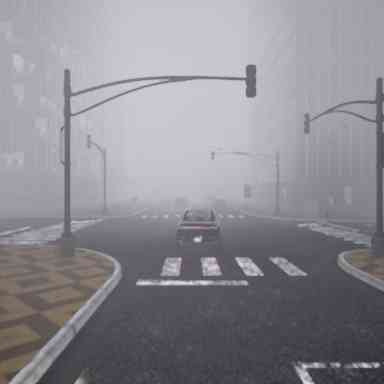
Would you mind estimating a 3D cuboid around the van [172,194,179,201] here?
[{"bbox_3d":[-4.282,1.374,86.103,1.690,1.788,3.998,0,0,0],"label":"van"}]

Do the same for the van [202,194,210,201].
[{"bbox_3d":[3.598,1.373,86.148,1.690,1.788,3.998,0,0,0],"label":"van"}]

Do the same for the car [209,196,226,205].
[{"bbox_3d":[3.866,1.608,47.456,1.947,1.339,4.313,0,0,0],"label":"car"}]

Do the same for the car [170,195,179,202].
[{"bbox_3d":[-4.250,1.476,80.576,1.967,1.590,4.097,0,0,0],"label":"car"}]

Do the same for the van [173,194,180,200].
[{"bbox_3d":[-4.313,1.371,91.631,1.690,1.788,3.998,0,0,0],"label":"van"}]

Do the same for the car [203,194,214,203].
[{"bbox_3d":[3.692,1.355,69.564,2.192,1.841,5.009,0,0,0],"label":"car"}]

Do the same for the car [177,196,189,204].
[{"bbox_3d":[-1.621,1.534,63.641,2.128,1.511,4.902,0,0,0],"label":"car"}]

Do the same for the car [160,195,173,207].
[{"bbox_3d":[-4.095,1.625,52.938,1.802,1.307,4.206,0,0,0],"label":"car"}]

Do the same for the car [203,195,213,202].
[{"bbox_3d":[3.661,1.478,75.093,1.967,1.590,4.097,0,0,0],"label":"car"}]

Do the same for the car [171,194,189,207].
[{"bbox_3d":[-1.587,1.520,48.383,1.882,1.535,5.008,0,0,0],"label":"car"}]

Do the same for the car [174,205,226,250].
[{"bbox_3d":[0.355,1.526,14.477,2.128,1.511,4.902,0,0,3],"label":"car"}]
